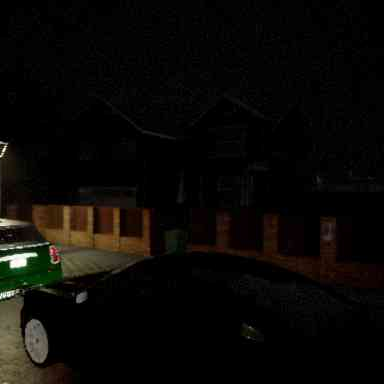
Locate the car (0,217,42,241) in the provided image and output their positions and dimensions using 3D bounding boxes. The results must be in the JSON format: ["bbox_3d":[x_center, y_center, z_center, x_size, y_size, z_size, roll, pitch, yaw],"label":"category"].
[{"bbox_3d":[-5.044,1.379,7.556,4.553,1.767,2.097,0,0,35],"label":"car"}]

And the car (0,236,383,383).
[{"bbox_3d":[-0.154,1.500,4.081,5.008,1.535,1.882,0,0,36],"label":"car"}]
